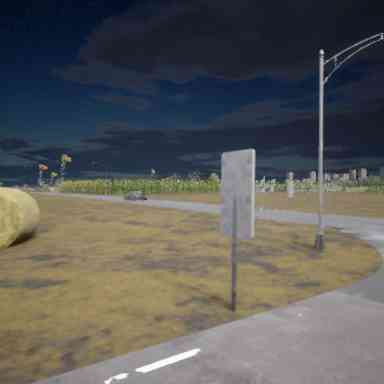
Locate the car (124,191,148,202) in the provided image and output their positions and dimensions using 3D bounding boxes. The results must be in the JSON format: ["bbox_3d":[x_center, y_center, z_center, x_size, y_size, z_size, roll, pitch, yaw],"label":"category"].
[{"bbox_3d":[-7.797,0.585,46.194,1.994,1.385,4.181,1,0,-35],"label":"car"}]
